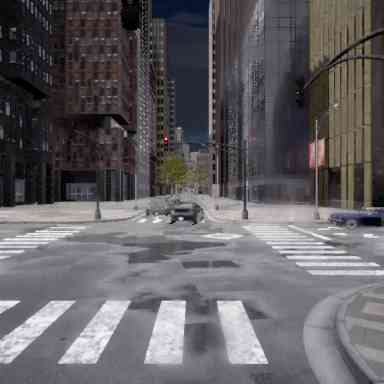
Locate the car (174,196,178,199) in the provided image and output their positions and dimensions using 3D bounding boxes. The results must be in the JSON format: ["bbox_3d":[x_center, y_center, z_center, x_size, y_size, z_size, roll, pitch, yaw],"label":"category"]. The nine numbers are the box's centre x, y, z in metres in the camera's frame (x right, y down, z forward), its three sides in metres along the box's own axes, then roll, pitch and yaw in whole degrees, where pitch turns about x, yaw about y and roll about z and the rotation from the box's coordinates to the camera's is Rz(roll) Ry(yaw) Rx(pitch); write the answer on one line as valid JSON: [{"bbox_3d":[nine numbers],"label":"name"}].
[{"bbox_3d":[-3.226,1.489,42.145,2.128,1.511,4.902,0,0,0],"label":"car"}]

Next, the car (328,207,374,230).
[{"bbox_3d":[11.029,1.602,20.629,4.718,1.301,1.895,0,0,0],"label":"car"}]

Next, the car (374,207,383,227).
[{"bbox_3d":[13.018,1.232,17.377,5.566,2.045,2.150,0,0,0],"label":"car"}]

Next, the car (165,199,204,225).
[{"bbox_3d":[-0.317,1.503,24.348,1.837,1.490,4.892,1,0,10],"label":"car"}]

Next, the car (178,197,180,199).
[{"bbox_3d":[-3.207,1.502,52.332,1.837,1.490,4.892,0,0,0],"label":"car"}]

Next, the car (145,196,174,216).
[{"bbox_3d":[-3.203,1.350,32.095,2.097,1.767,4.553,0,0,0],"label":"car"}]

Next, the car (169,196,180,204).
[{"bbox_3d":[-3.257,1.475,62.708,1.882,1.535,5.008,0,0,0],"label":"car"}]
